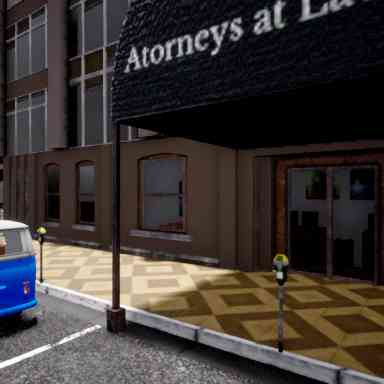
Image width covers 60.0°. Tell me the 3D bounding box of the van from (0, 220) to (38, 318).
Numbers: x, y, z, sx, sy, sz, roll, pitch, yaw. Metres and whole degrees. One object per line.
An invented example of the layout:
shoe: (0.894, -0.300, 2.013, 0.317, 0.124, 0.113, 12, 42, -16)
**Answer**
van: (-4.540, 1.341, 6.098, 3.998, 1.788, 1.690, 0, 0, 35)
